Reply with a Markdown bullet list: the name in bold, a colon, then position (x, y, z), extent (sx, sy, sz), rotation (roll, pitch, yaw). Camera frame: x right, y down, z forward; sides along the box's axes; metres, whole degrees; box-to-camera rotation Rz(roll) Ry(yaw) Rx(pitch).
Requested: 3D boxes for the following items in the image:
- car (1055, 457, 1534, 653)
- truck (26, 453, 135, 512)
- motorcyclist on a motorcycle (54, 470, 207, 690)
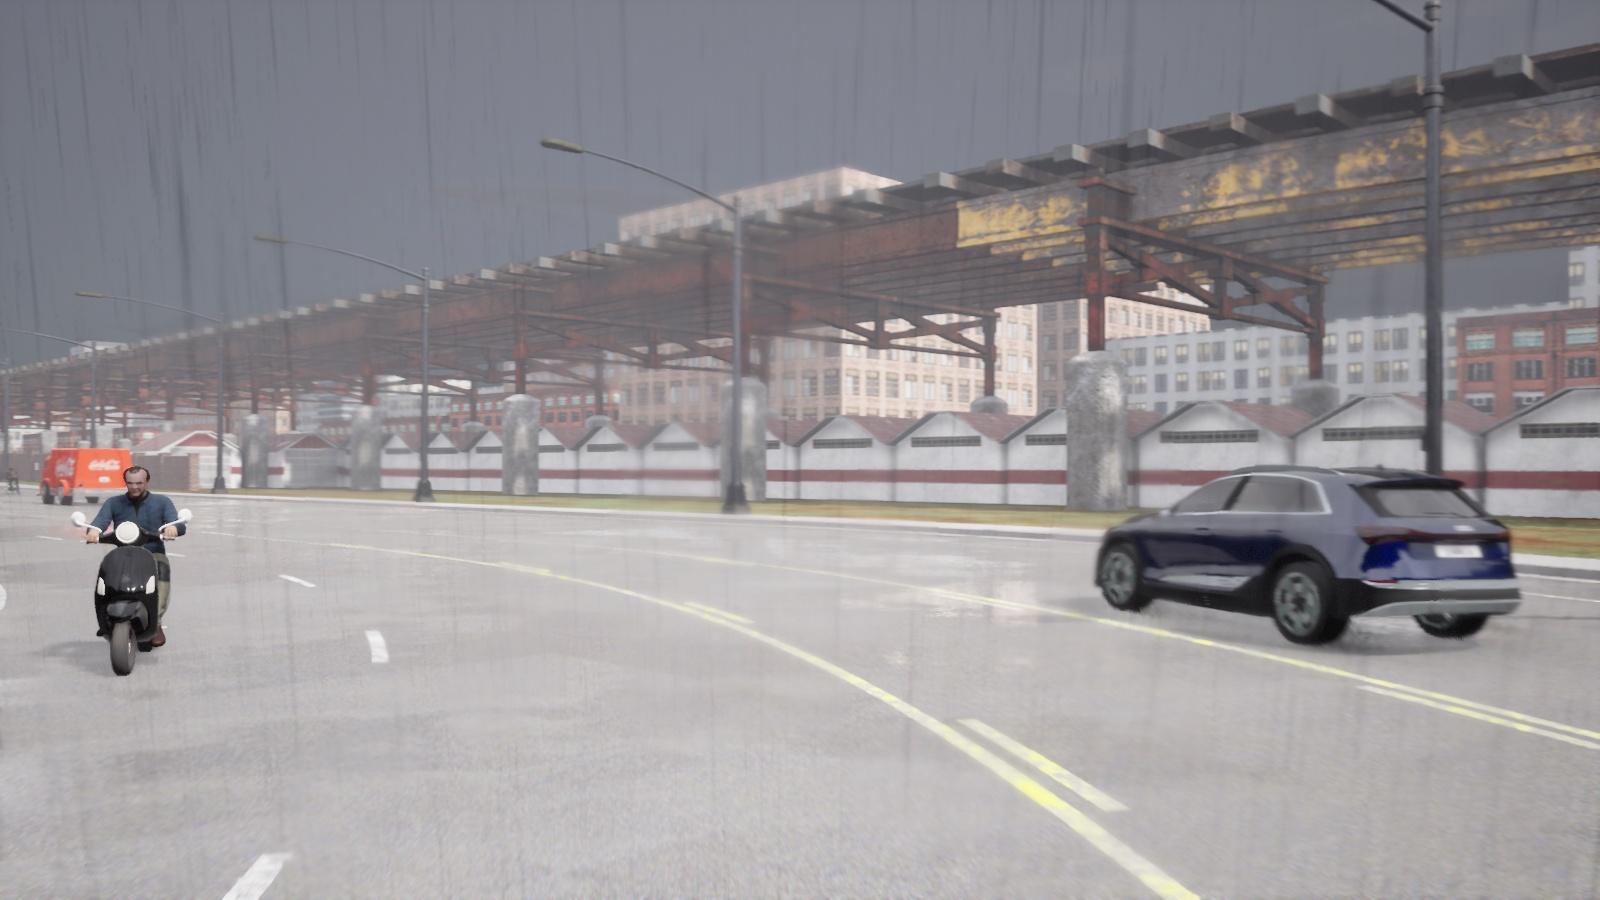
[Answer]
- **car**: position (4.828, 0.941, 13.216), extent (2.033, 1.649, 4.856), rotation (1, -1, -19)
- **truck**: position (-31.604, 1.414, 55.097), extent (5.204, 2.467, 2.627), rotation (-1, -1, 42)
- **motorcyclist on a motorcycle**: position (-5.349, 0.966, 10.148), extent (0.866, 1.590, 1.817), rotation (0, -1, -21)
